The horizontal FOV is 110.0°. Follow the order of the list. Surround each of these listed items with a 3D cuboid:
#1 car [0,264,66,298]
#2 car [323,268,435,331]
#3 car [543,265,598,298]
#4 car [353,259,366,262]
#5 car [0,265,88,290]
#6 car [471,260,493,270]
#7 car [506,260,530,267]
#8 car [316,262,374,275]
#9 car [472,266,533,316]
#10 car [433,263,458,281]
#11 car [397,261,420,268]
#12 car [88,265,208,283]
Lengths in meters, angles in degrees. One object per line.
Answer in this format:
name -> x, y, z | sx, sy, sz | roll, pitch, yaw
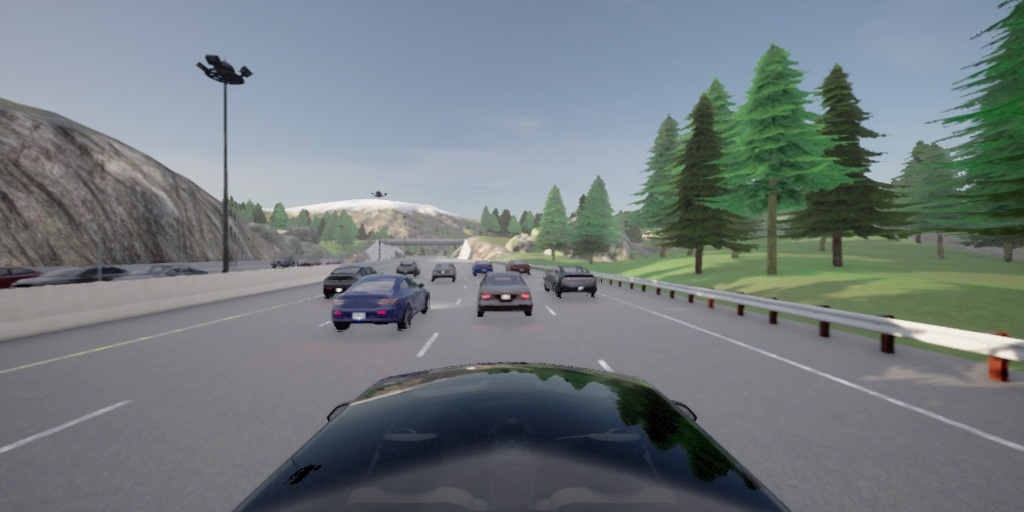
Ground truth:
car -> -25.428, 1.241, 17.310 | 1.882, 1.535, 5.008 | 0, 0, -6
car -> -3.741, 1.261, 10.826 | 1.812, 1.442, 4.674 | 0, 0, -3
car -> 2.792, 1.195, 17.980 | 2.128, 1.511, 4.902 | 0, 0, -5
car -> -25.644, 1.218, 60.092 | 1.994, 1.385, 4.181 | 0, 0, -11
car -> -22.009, 1.258, 18.325 | 1.837, 1.490, 4.892 | 0, 0, -6
car -> -3.005, 1.147, 35.959 | 1.882, 1.535, 5.008 | 0, 0, -9
car -> 0.514, 1.140, 36.124 | 1.882, 1.535, 5.008 | 0, 0, -9
car -> -7.748, 1.230, 18.039 | 1.837, 1.490, 4.892 | 0, 0, -5
car -> -0.340, 1.269, 13.219 | 2.033, 1.411, 5.357 | 0, 0, -4
car -> -5.423, 1.240, 28.918 | 2.033, 1.411, 5.357 | 0, 0, -8
car -> -9.788, 1.180, 34.080 | 2.128, 1.511, 4.902 | 0, 0, -9
car -> -18.571, 1.236, 19.031 | 2.128, 1.511, 4.902 | 0, 0, -6
